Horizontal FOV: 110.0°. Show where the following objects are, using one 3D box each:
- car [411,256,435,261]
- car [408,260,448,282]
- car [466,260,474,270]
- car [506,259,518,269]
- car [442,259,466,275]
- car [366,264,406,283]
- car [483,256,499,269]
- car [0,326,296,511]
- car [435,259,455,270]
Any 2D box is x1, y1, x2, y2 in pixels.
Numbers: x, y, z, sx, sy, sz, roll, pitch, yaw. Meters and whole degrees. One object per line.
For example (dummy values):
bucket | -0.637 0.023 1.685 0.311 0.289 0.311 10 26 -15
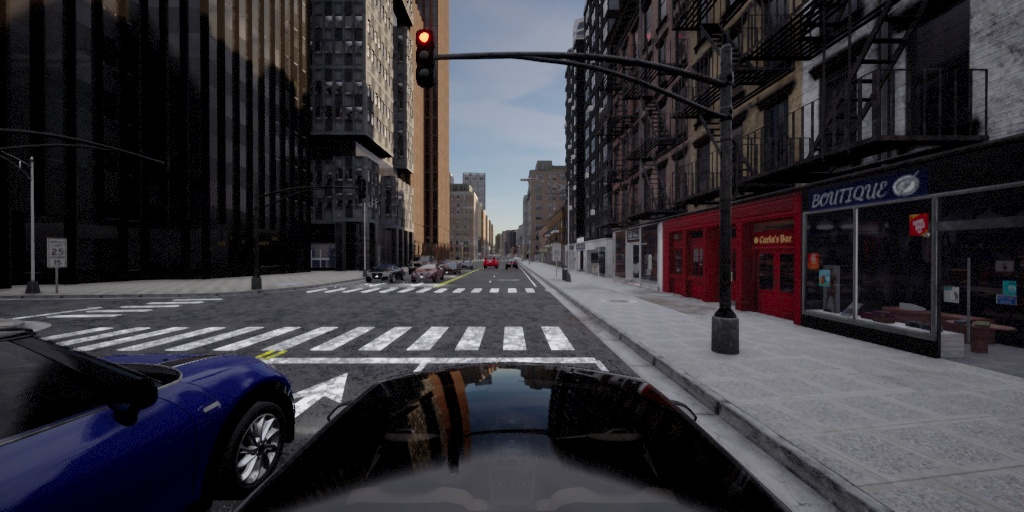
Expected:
car | -9.947 0.978 40.197 2.150 2.045 5.566 0 0 0
car | -6.667 1.281 28.767 1.812 1.442 4.674 0 0 0
car | -6.722 1.327 52.336 1.994 1.385 4.181 0 0 0
car | -0.055 1.266 57.075 1.837 1.490 4.892 0 -1 0
car | -6.697 1.307 39.412 2.033 1.411 5.357 0 0 0
car | -9.907 1.319 28.359 1.994 1.385 4.181 0 0 1
car | -3.407 0.986 58.079 2.150 2.045 5.566 0 0 0
car | -3.145 1.102 1.620 2.097 1.767 4.553 0 0 0
car | -9.969 1.256 53.569 2.128 1.511 4.902 0 0 0
